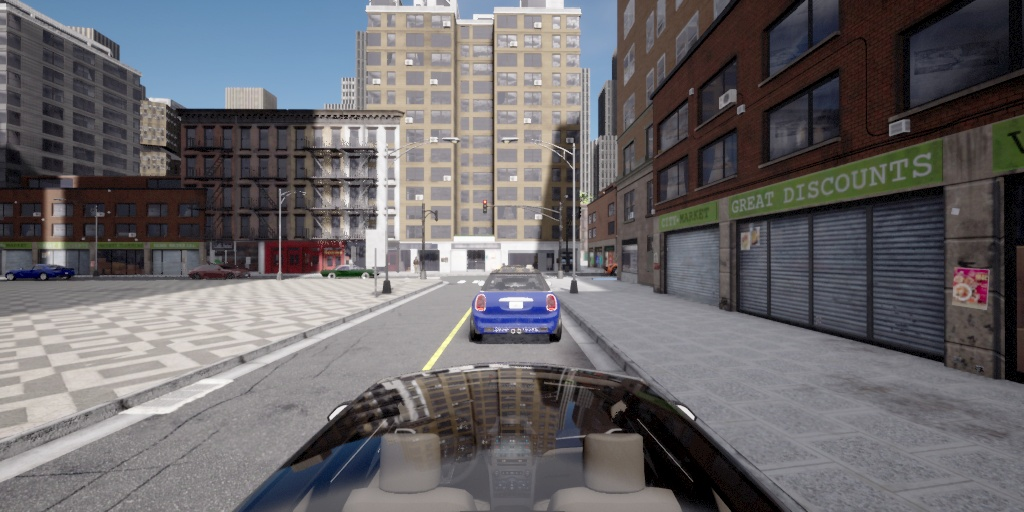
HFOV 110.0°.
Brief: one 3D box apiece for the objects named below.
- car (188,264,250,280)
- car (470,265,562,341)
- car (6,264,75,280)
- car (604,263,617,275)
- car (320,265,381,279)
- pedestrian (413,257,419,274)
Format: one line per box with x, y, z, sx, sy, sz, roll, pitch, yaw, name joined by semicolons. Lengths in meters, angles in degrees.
-25.936;1.450;31.818;4.674;1.442;1.812;0;0;-2;car
0.082;1.100;10.017;2.097;1.767;4.553;0;0;0;car
-45.544;1.529;34.654;5.008;1.535;1.882;0;0;-1;car
11.492;0.977;35.580;4.553;1.767;2.097;-1;0;-1;car
-14.282;1.441;31.980;4.718;1.301;1.895;0;0;-1;car
-10.260;0.968;38.280;0.375;1.860;0.375;0;0;-1;pedestrian
